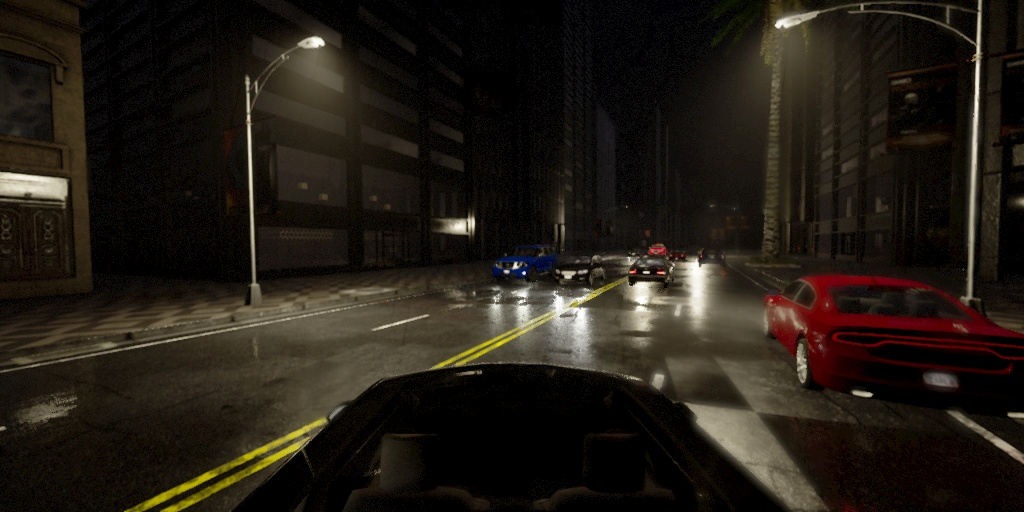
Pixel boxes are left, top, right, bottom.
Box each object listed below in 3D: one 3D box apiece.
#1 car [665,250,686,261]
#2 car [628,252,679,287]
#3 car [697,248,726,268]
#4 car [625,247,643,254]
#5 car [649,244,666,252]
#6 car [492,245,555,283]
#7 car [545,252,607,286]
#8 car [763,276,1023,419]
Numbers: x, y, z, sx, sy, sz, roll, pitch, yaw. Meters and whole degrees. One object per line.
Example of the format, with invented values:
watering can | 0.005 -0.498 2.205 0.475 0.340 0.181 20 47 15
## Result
car | 20.139 -0.073 43.602 1.895 1.301 4.718 1 2 27
car | 7.310 0.721 18.654 2.033 1.411 5.357 1 2 27
car | 17.901 0.042 32.198 2.097 1.767 4.553 1 2 28
car | 19.952 -0.575 57.768 1.812 1.442 4.674 1 2 28
car | 22.863 -0.856 56.317 2.150 2.045 5.566 1 2 28
car | 0.972 0.365 20.973 2.150 2.045 5.566 1 2 27
car | 3.801 0.666 19.371 2.128 1.511 4.902 1 2 27
car | 5.582 1.059 5.915 1.882 1.535 5.008 1 2 27
